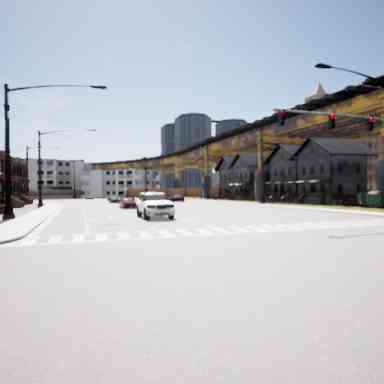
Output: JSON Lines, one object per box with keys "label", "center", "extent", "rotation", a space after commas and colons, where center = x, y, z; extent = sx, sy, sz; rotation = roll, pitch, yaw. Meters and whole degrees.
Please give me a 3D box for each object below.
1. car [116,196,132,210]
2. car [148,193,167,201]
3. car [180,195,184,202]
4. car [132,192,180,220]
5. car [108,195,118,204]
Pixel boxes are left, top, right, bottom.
{"label": "car", "center": [-7.519, 1.363, 39.804], "extent": [1.895, 1.301, 4.718], "rotation": [-1, 1, -19]}
{"label": "car", "center": [-7.101, 1.041, 67.775], "extent": [1.812, 1.442, 4.674], "rotation": [-1, 1, -36]}
{"label": "car", "center": [-2.850, 1.095, 59.057], "extent": [1.994, 1.385, 4.181], "rotation": [-1, 1, -22]}
{"label": "car", "center": [-2.980, 1.038, 26.272], "extent": [2.150, 2.045, 5.566], "rotation": [-1, 1, -19]}
{"label": "car", "center": [-13.343, 1.272, 57.277], "extent": [2.033, 1.411, 5.357], "rotation": [-1, 1, -22]}
